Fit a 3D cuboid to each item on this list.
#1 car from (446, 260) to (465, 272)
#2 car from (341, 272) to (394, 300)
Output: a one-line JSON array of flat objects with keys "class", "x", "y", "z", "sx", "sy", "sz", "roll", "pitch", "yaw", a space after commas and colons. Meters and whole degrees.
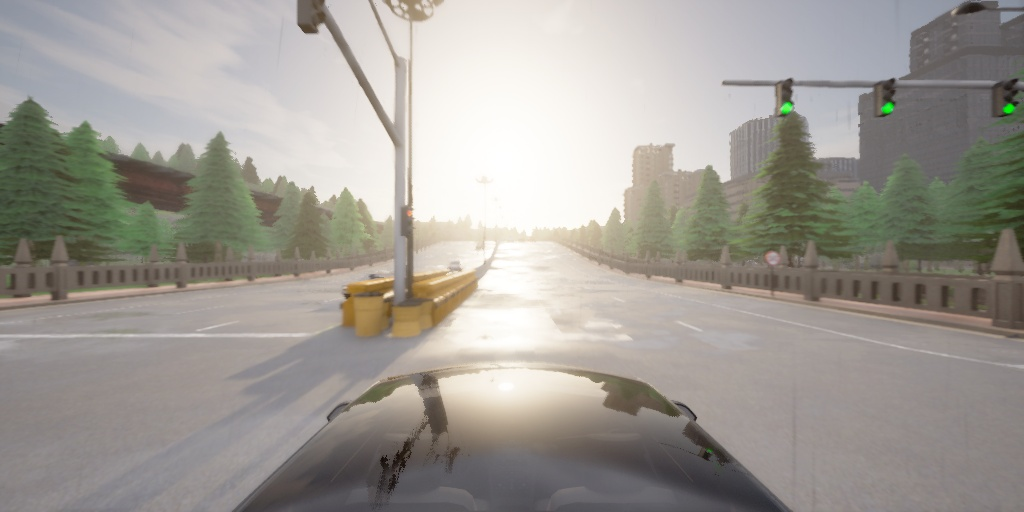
[{"class": "car", "x": -7.095, "y": 1.334, "z": 45.172, "sx": 1.812, "sy": 1.442, "sz": 4.674, "roll": 0, "pitch": 4, "yaw": 0}, {"class": "car", "x": -6.969, "y": 1.541, "z": 18.643, "sx": 1.895, "sy": 1.301, "sz": 4.718, "roll": 0, "pitch": 0, "yaw": 0}]
